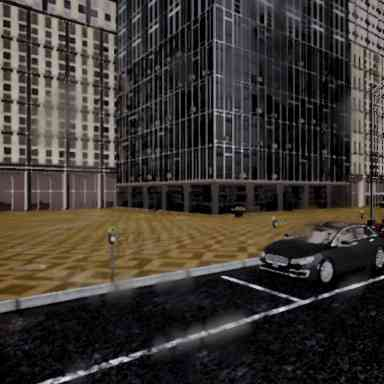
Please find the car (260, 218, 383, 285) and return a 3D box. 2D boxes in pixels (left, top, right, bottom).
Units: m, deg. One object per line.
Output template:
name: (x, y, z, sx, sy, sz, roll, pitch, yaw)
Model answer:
car: (3.785, 1.513, 9.255, 4.403, 1.369, 2.008, 0, 0, -35)
